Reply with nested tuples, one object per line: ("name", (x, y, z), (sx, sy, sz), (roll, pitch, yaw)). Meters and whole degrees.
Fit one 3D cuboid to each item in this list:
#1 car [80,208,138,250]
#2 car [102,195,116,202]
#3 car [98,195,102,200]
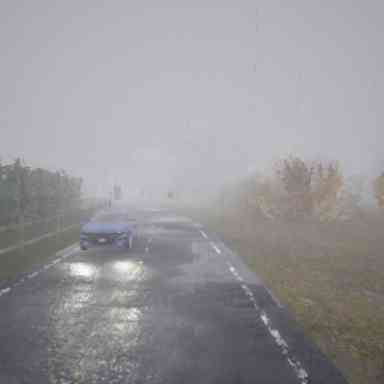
("car", (-3.441, 1.480, 14.509), (1.882, 1.535, 5.008), (0, 0, -4))
("car", (-18.937, 1.525, 77.528), (2.033, 1.411, 5.357), (0, 0, -23))
("car", (-23.144, 1.508, 86.459), (1.812, 1.442, 4.674), (0, 0, -26))
